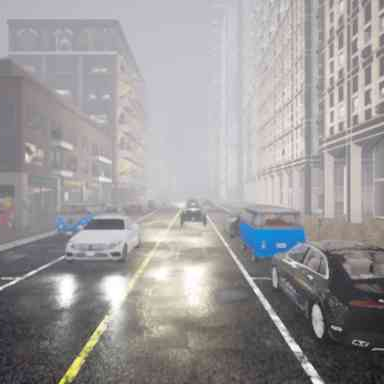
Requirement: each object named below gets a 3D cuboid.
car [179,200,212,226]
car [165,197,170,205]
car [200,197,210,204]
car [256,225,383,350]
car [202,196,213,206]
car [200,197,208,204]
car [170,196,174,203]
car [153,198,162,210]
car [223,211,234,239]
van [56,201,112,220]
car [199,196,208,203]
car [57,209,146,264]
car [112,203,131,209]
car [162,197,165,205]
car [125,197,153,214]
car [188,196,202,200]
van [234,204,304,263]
[{"bbox_3d":[0.090,1.576,24.392,2.128,1.511,4.902,0,0,0],"label":"car"},{"bbox_3d":[-5.714,1.755,62.552,1.752,1.417,4.829,0,0,0],"label":"car"},{"bbox_3d":[2.664,1.820,68.373,1.947,1.339,4.313,0,0,0],"label":"car"},{"bbox_3d":[2.688,1.572,6.239,2.008,1.369,4.403,0,0,0],"label":"car"},{"bbox_3d":[2.668,1.789,57.076,1.802,1.307,4.206,0,0,0],"label":"car"},{"bbox_3d":[2.662,1.861,74.022,1.802,1.307,4.206,0,0,0],"label":"car"},{"bbox_3d":[-5.718,1.824,74.019,1.887,1.381,4.507,0,0,0],"label":"car"},{"bbox_3d":[-5.707,1.729,45.776,1.947,1.339,4.313,0,0,0],"label":"car"},{"bbox_3d":[2.683,1.625,17.536,1.947,1.339,4.313,0,0,0],"label":"car"},{"bbox_3d":[-5.697,1.401,17.534,1.690,1.788,3.998,0,0,0],"label":"van"},{"bbox_3d":[2.660,1.744,79.670,1.967,1.590,4.097,0,0,0],"label":"car"},{"bbox_3d":[-3.005,1.567,12.166,1.812,1.442,4.674,0,0,0],"label":"car"},{"bbox_3d":[-5.699,1.661,23.182,1.802,1.307,4.206,0,0,0],"label":"car"},{"bbox_3d":[-5.709,1.735,51.424,2.008,1.369,4.403,0,0,0],"label":"car"},{"bbox_3d":[-5.703,1.436,34.480,2.192,1.841,5.009,0,0,0],"label":"car"},{"bbox_3d":[0.084,1.641,46.035,1.882,1.535,5.008,0,0,0],"label":"car"},{"bbox_3d":[2.686,1.381,11.888,1.690,1.788,3.998,0,0,0],"label":"van"}]
